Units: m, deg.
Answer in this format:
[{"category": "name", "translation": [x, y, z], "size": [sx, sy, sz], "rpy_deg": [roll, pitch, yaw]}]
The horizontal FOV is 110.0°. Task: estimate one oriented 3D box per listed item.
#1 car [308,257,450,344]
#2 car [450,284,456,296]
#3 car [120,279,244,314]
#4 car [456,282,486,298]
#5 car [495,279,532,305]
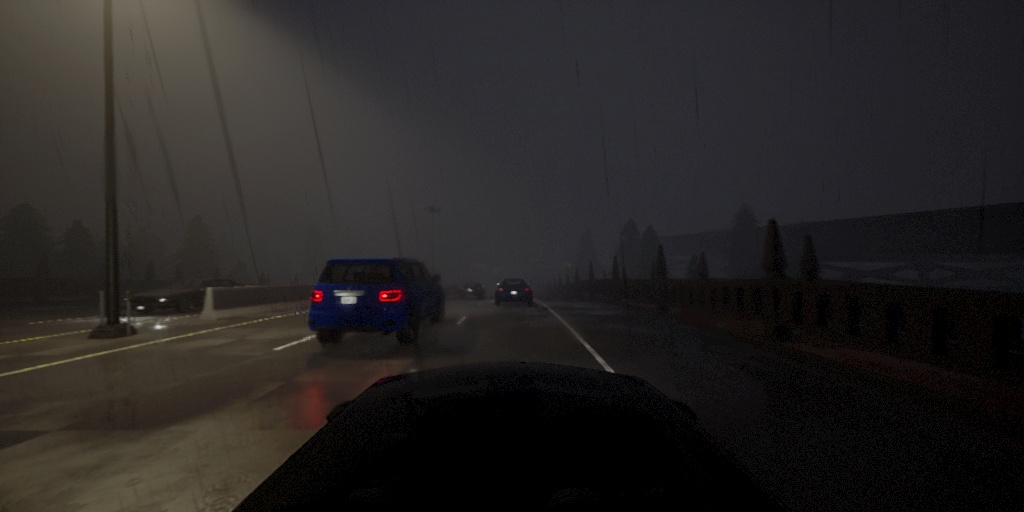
[{"category": "car", "translation": [-3.400, 1.105, 10.151], "size": [2.150, 2.045, 5.566], "rpy_deg": [0, -2, 0]}, {"category": "car", "translation": [-6.900, 4.103, 43.183], "size": [1.882, 1.535, 5.008], "rpy_deg": [0, -6, 0]}, {"category": "car", "translation": [-14.099, 1.728, 16.287], "size": [2.033, 1.411, 5.357], "rpy_deg": [0, -3, 0]}, {"category": "car", "translation": [-3.400, 3.004, 31.388], "size": [1.994, 1.385, 4.181], "rpy_deg": [0, -6, 0]}, {"category": "car", "translation": [0.100, 1.986, 20.180], "size": [1.994, 1.385, 4.181], "rpy_deg": [0, -4, 0]}]
